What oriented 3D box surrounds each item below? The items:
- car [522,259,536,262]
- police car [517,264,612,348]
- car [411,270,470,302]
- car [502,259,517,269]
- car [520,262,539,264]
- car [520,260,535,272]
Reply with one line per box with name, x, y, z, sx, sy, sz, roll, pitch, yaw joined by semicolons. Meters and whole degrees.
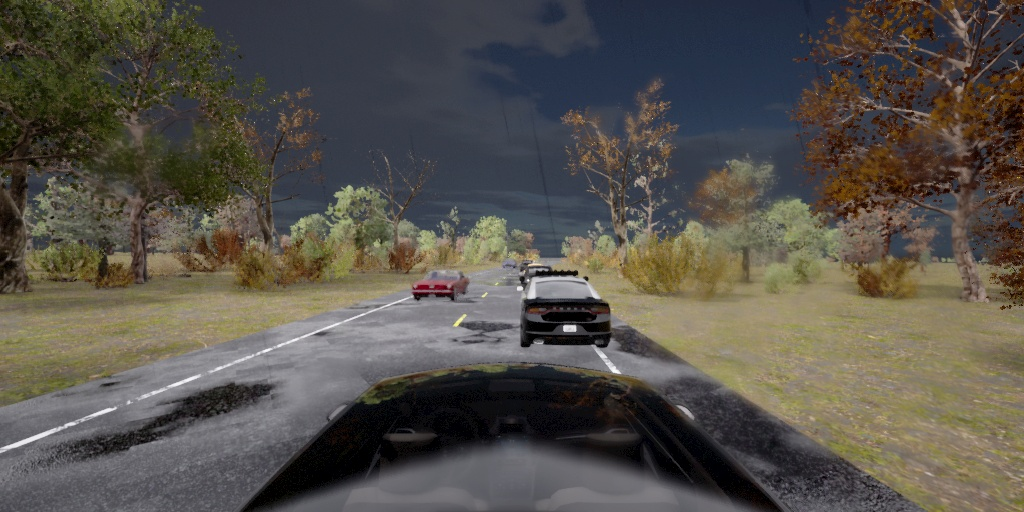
car;1.686;1.218;25.405;1.801;1.575;5.366;0;0;3
police car;1.152;1.177;9.404;1.930;1.638;5.238;0;0;1
car;-3.272;1.357;17.163;1.895;1.301;4.718;0;0;2
car;-0.367;1.235;60.147;2.097;1.767;4.553;0;0;6
car;1.431;1.263;19.246;1.837;1.490;4.892;0;0;2
car;2.110;1.332;47.897;1.837;1.490;4.892;0;0;6
